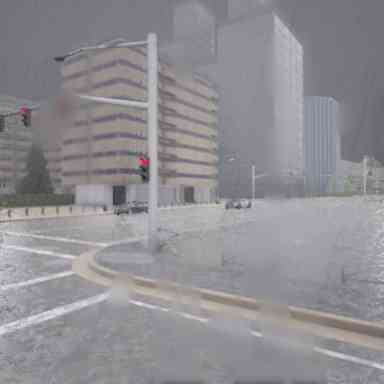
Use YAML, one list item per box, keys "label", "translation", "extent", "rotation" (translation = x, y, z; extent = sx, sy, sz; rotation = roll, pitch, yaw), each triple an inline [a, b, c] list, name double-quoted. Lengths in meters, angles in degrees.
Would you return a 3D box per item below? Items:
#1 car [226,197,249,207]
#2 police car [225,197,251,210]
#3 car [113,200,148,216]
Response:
- label: "car"
  translation: [7.303, 1.608, 52.897]
  extent: [1.812, 1.442, 4.674]
  rotation: [0, 0, 35]
- label: "police car"
  translation: [6.201, 1.575, 45.053]
  extent: [2.038, 1.542, 4.974]
  rotation: [0, 0, 34]
- label: "car"
  translation: [-5.848, 1.596, 33.838]
  extent: [1.837, 1.490, 4.892]
  rotation: [0, 0, 34]
